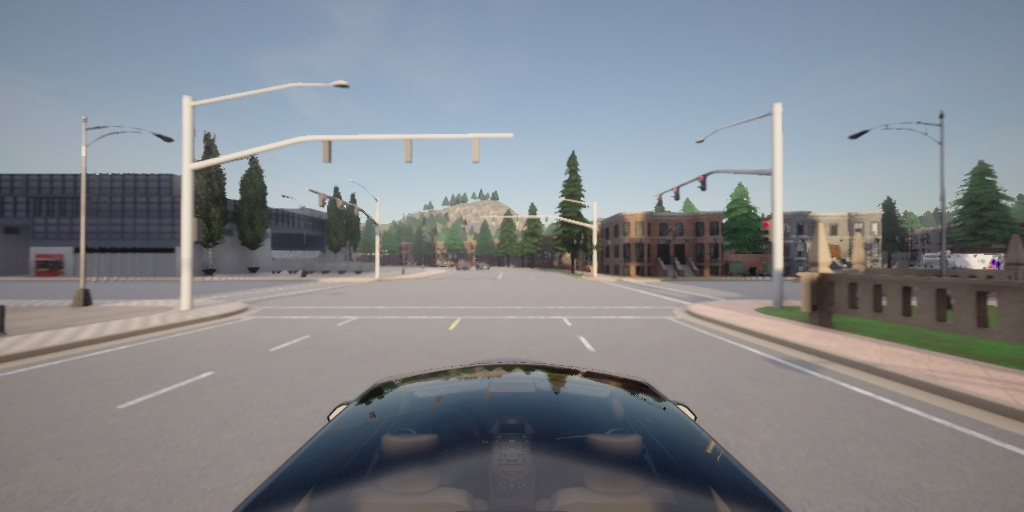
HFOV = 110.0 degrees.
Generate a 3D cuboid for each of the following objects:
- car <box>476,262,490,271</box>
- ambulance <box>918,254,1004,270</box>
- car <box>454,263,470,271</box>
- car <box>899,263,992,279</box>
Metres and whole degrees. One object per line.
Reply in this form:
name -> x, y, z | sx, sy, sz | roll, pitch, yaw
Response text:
car -> -5.053, 1.810, 62.246 | 2.128, 1.511, 4.902 | 0, -1, -15
ambulance -> 36.199, 1.044, 29.600 | 6.366, 2.431, 2.351 | 0, -1, 0
car -> -8.238, 1.863, 60.674 | 1.994, 1.385, 4.181 | 0, -1, -14
car -> 31.142, 1.488, 26.143 | 4.892, 1.490, 1.837 | 0, -1, 0
